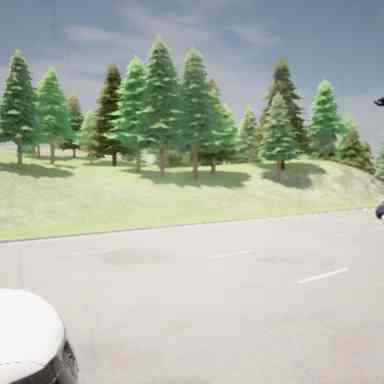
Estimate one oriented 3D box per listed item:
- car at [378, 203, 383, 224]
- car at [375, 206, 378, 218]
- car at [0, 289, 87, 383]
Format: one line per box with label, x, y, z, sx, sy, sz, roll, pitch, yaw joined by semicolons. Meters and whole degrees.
car;11.275;1.250;16.094;4.718;1.301;1.895;-1;1;-36
car;14.238;1.097;22.520;4.181;1.385;1.994;-1;1;-36
car;-3.314;1.259;1.382;5.566;2.045;2.150;-1;1;-35
